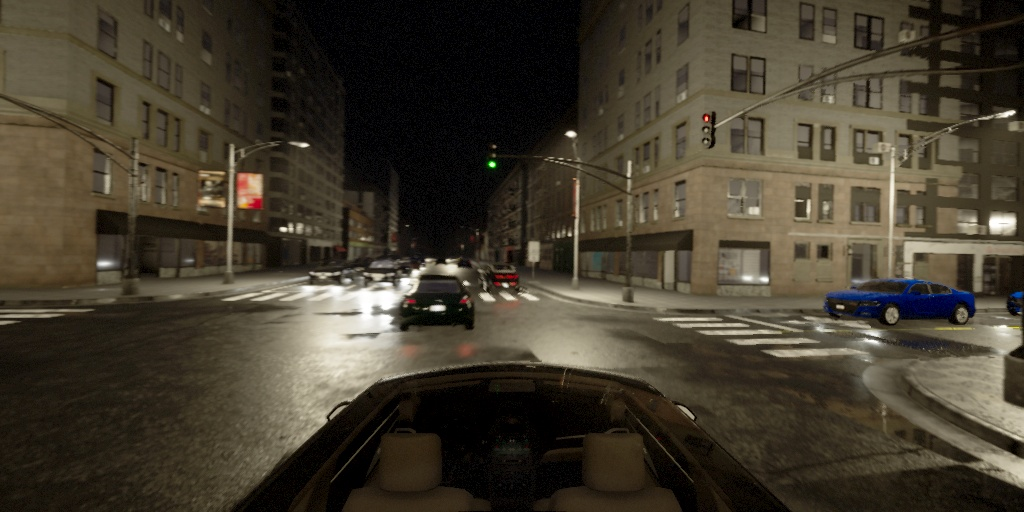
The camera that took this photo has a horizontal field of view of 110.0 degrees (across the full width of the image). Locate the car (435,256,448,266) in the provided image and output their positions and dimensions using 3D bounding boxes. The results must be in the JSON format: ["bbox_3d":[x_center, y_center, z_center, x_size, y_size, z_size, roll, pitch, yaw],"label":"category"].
[{"bbox_3d":[-11.782,0.846,59.814,1.837,1.490,4.892,1,1,-10],"label":"car"}]

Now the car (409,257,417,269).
[{"bbox_3d":[-9.723,1.062,31.548,1.895,1.301,4.718,1,0,-11],"label":"car"}]

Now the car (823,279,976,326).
[{"bbox_3d":[13.965,1.575,13.029,5.008,1.535,1.882,1,0,-11],"label":"car"}]

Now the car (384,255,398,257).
[{"bbox_3d":[-14.873,0.809,41.442,2.128,1.511,4.902,1,0,-11],"label":"car"}]

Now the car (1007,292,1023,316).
[{"bbox_3d":[23.251,1.810,14.751,5.008,1.535,1.882,1,0,-10],"label":"car"}]

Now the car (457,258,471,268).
[{"bbox_3d":[-7.100,1.029,53.071,1.994,1.385,4.181,1,0,-11],"label":"car"}]

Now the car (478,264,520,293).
[{"bbox_3d":[-0.786,1.198,20.536,1.837,1.490,4.892,1,0,-11],"label":"car"}]

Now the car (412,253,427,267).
[{"bbox_3d":[-13.562,0.542,51.776,2.150,2.045,5.566,1,0,-11],"label":"car"}]

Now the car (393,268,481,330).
[{"bbox_3d":[-2.220,1.247,10.847,1.994,1.385,4.181,1,0,-11],"label":"car"}]

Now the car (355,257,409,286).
[{"bbox_3d":[-7.969,1.014,22.451,2.128,1.511,4.902,1,0,-11],"label":"car"}]

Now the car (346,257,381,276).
[{"bbox_3d":[-13.098,0.887,31.917,1.837,1.490,4.892,1,0,-11],"label":"car"}]

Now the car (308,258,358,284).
[{"bbox_3d":[-11.396,0.968,23.069,1.812,1.442,4.674,1,0,-11],"label":"car"}]

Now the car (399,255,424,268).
[{"bbox_3d":[-11.570,0.957,41.410,1.994,1.385,4.181,1,0,-11],"label":"car"}]
